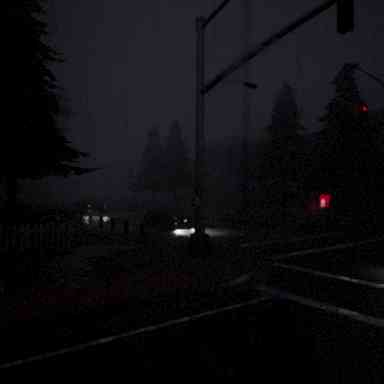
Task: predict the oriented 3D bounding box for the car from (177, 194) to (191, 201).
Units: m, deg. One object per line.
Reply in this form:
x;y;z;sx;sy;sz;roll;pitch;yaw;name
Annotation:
-2.188;1.453;87.968;1.905;1.878;3.866;1;0;-37;car

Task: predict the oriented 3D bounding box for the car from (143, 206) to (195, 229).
-1.614;1.666;22.773;1.994;1.385;4.181;1;0;-37;car

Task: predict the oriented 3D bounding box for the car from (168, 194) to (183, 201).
-4.270;1.452;85.900;1.932;1.855;4.605;1;0;-37;car

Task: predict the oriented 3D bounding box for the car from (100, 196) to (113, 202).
-21.297;1.625;82.624;1.970;1.475;3.806;1;0;-37;car

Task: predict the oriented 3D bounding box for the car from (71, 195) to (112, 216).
-10.527;1.451;34.525;2.097;1.767;4.553;1;0;-37;car
